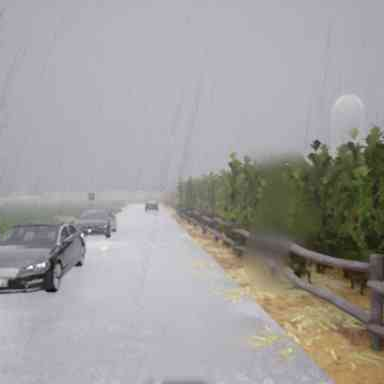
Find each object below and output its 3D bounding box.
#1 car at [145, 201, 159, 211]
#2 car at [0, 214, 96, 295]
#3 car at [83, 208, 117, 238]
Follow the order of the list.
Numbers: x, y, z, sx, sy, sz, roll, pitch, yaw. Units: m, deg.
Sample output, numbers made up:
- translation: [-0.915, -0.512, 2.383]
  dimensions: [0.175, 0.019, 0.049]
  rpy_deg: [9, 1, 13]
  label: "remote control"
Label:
- translation: [-5.957, 2.006, 49.120]
  dimensions: [1.882, 1.535, 5.008]
  rpy_deg: [0, -1, -7]
  label: "car"
- translation: [-4.210, 1.601, 9.151]
  dimensions: [2.128, 1.511, 4.902]
  rpy_deg: [0, -1, -7]
  label: "car"
- translation: [-5.441, 1.722, 19.123]
  dimensions: [1.837, 1.490, 4.892]
  rpy_deg: [0, -1, -7]
  label: "car"
